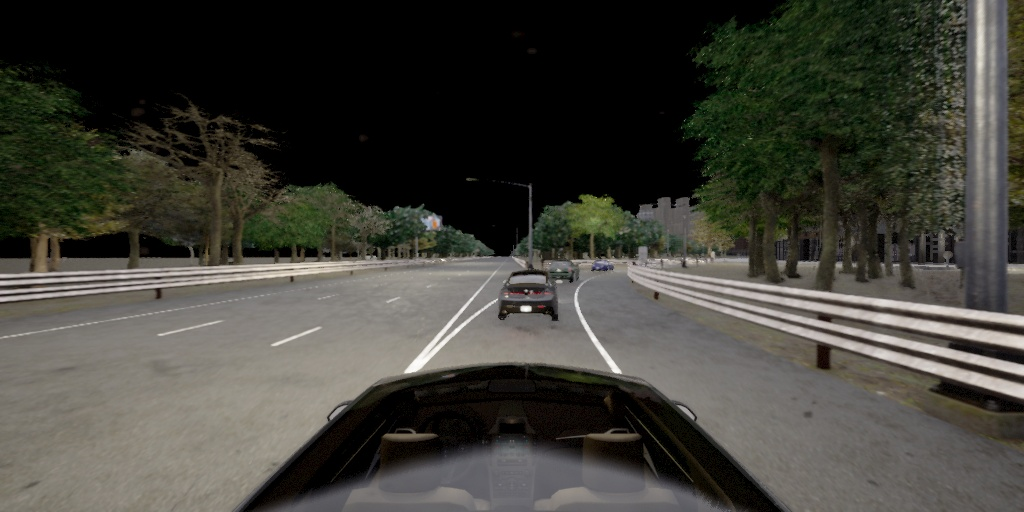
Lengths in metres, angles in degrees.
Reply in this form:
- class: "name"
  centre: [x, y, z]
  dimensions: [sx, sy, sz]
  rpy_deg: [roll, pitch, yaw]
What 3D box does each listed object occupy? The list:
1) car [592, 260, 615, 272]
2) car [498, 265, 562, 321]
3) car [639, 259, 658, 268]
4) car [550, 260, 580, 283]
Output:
- class: "car"
  centre: [11.305, 1.238, 44.599]
  dimensions: [1.812, 1.442, 4.674]
  rpy_deg: [0, 0, 30]
- class: "car"
  centre: [0.690, 1.246, 12.540]
  dimensions: [1.837, 1.490, 4.892]
  rpy_deg: [-1, 0, 7]
- class: "car"
  centre: [23.064, 1.169, 60.628]
  dimensions: [2.128, 1.511, 4.902]
  rpy_deg: [0, 0, 43]
- class: "car"
  centre: [4.053, 1.081, 28.091]
  dimensions: [2.097, 1.767, 4.553]
  rpy_deg: [0, 0, 17]
